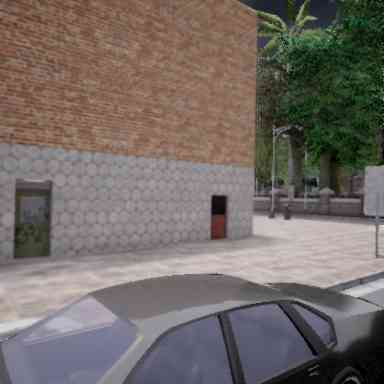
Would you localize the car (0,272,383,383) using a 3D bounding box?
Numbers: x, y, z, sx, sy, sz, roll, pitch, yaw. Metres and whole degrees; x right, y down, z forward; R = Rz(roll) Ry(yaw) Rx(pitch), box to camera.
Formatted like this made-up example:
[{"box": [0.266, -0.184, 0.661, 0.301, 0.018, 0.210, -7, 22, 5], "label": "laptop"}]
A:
[{"box": [-0.228, 1.553, 2.893, 5.357, 1.411, 2.033, 0, 0, -35], "label": "car"}]
